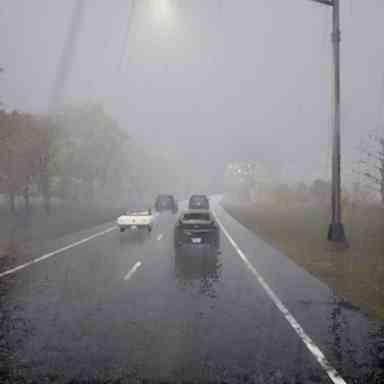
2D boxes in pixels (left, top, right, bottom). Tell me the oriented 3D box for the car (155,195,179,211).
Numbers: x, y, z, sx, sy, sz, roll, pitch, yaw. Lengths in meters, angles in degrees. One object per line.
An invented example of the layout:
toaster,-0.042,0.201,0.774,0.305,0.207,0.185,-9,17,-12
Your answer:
car,-2.713,1.334,36.422,2.150,2.045,5.566,0,-1,2

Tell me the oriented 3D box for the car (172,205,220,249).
car,0.213,1.553,14.870,1.837,1.490,4.892,0,0,1

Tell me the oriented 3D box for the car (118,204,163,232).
car,-3.179,1.667,20.778,1.895,1.301,4.718,0,0,1

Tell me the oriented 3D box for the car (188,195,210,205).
car,0.792,1.333,36.454,2.150,2.045,5.566,0,-1,2
